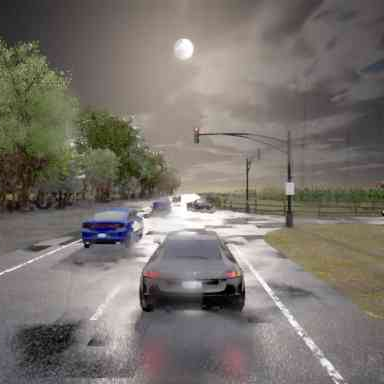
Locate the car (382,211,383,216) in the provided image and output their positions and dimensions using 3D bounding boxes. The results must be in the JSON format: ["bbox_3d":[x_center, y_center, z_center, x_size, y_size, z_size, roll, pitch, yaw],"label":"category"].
[{"bbox_3d":[20.813,1.832,31.043,5.357,1.411,2.033,1,-1,0],"label":"car"}]

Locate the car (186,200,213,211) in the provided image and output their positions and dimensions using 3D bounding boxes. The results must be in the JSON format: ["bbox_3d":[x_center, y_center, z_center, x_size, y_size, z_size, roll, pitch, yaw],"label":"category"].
[{"bbox_3d":[0.767,1.606,39.922,1.895,1.301,4.718,0,0,-19],"label":"car"}]

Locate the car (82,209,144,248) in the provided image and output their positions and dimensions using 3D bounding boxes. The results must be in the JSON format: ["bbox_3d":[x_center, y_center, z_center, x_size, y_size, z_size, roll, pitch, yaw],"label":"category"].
[{"bbox_3d":[-3.379,1.482,14.971,1.882,1.535,5.008,0,0,0],"label":"car"}]

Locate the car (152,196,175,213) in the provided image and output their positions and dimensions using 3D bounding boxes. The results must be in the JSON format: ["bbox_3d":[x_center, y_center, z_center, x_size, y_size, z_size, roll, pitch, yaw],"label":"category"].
[{"bbox_3d":[-3.348,1.485,37.911,1.882,1.535,5.008,0,0,0],"label":"car"}]

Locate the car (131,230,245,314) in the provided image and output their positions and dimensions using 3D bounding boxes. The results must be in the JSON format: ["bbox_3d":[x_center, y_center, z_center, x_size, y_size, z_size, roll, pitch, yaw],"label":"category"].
[{"bbox_3d":[0.011,1.566,7.725,1.994,1.385,4.181,0,0,0],"label":"car"}]

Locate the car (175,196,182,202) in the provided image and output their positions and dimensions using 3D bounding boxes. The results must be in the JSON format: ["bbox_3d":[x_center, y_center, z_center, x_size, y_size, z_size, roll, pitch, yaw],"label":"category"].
[{"bbox_3d":[-3.393,1.528,74.936,2.128,1.511,4.902,0,0,0],"label":"car"}]
